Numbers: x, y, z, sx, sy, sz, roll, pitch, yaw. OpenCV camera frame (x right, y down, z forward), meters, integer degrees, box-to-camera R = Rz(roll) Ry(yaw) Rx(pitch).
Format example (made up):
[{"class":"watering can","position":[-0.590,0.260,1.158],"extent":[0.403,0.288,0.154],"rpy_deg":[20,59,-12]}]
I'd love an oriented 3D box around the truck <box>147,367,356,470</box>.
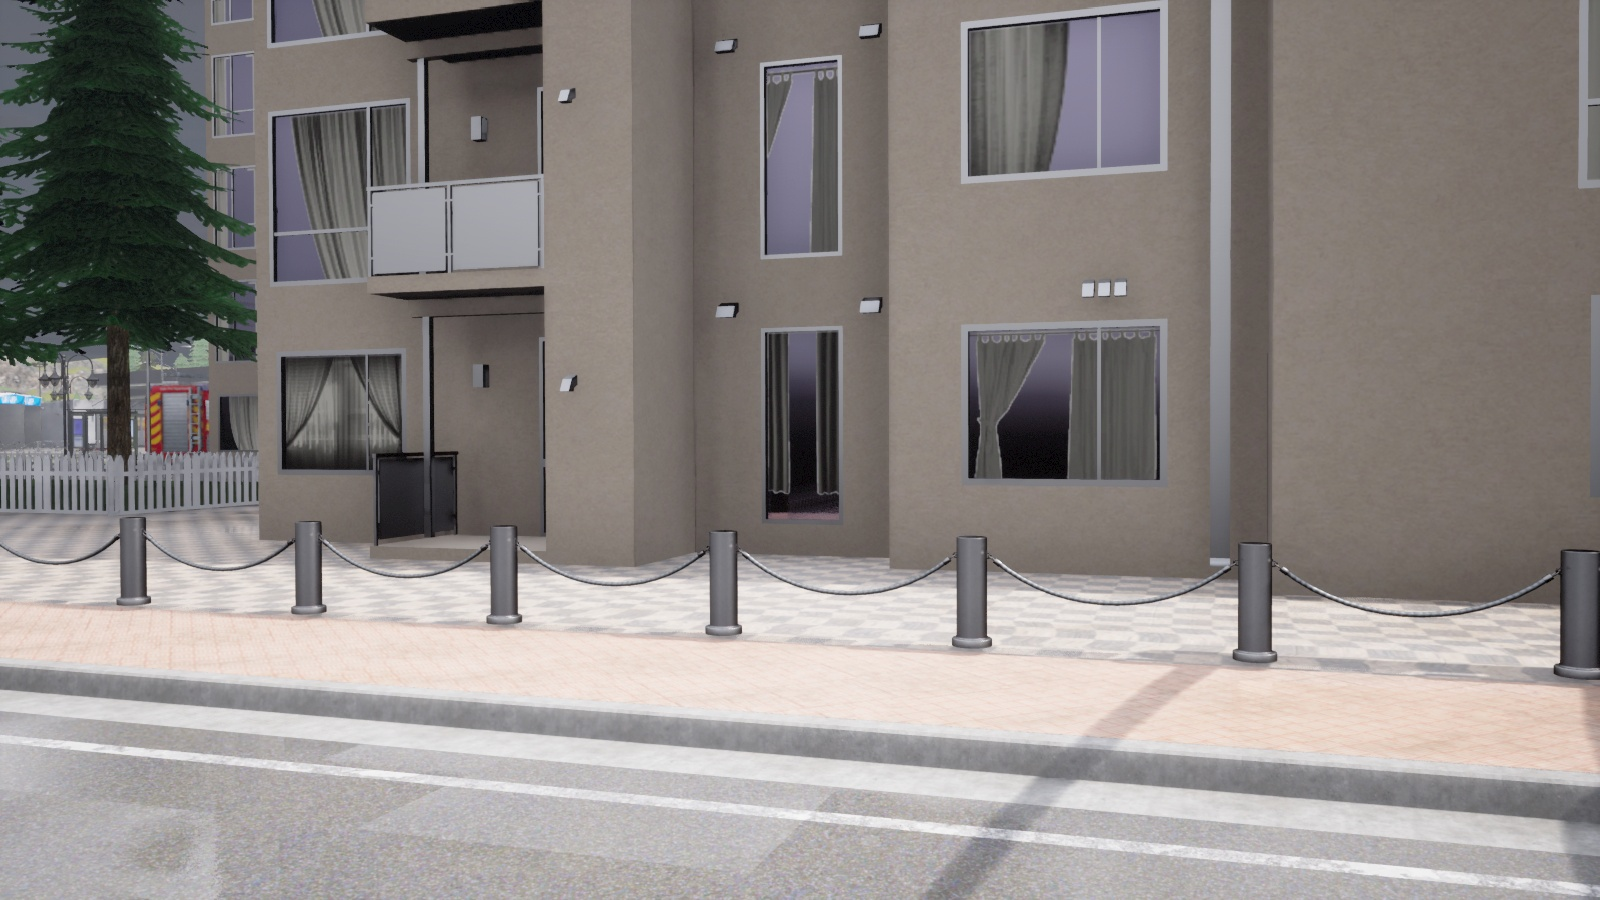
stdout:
[{"class":"truck","position":[-22.044,-1.255,51.156],"extent":[2.891,3.827,8.468],"rpy_deg":[1,1,18]}]
